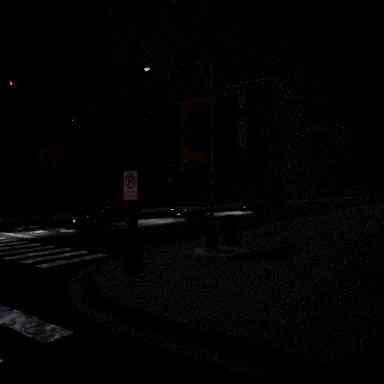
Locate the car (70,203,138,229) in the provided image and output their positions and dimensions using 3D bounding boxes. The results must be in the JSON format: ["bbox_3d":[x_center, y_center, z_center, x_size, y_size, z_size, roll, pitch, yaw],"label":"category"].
[{"bbox_3d":[-5.781,1.513,22.332,2.128,1.511,4.902,0,0,36],"label":"car"}]

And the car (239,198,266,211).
[{"bbox_3d":[7.583,1.558,41.221,2.128,1.511,4.902,0,0,36],"label":"car"}]

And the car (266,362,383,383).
[{"bbox_3d":[2.198,1.551,1.278,4.403,1.369,2.008,0,0,36],"label":"car"}]

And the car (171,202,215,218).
[{"bbox_3d":[0.123,1.640,30.709,1.895,1.301,4.718,0,0,36],"label":"car"}]
